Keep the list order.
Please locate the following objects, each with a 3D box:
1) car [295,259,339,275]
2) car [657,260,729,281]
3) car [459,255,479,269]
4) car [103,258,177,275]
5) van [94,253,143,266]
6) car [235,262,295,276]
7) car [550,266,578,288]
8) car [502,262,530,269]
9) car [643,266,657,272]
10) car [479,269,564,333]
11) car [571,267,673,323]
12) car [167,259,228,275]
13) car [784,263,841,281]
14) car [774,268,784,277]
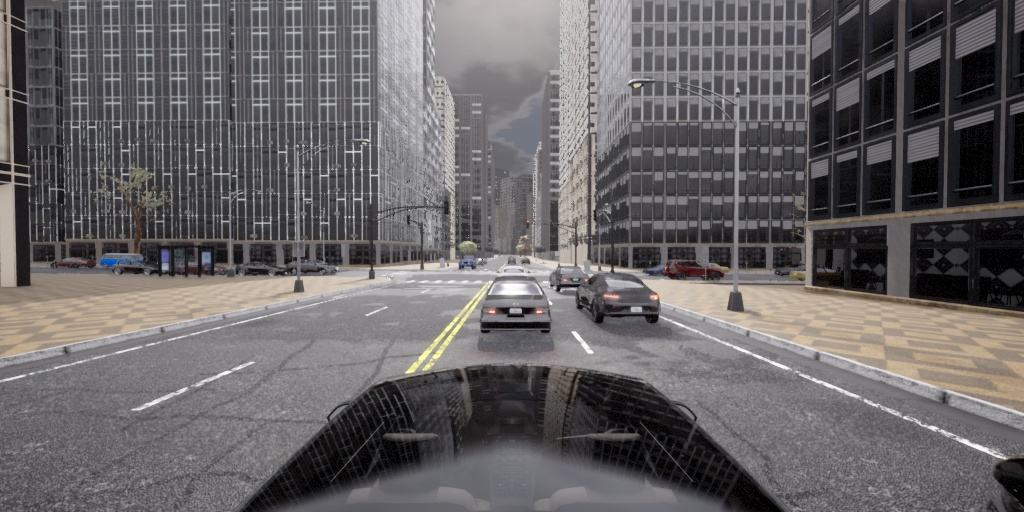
[{"bbox_3d":[-19.603,1.082,35.319,4.902,1.511,2.128,1,1,1],"label":"car"},{"bbox_3d":[16.173,1.267,32.174,5.009,1.841,2.192,0,0,1],"label":"car"},{"bbox_3d":[-6.633,0.933,53.897,2.150,2.045,5.566,0,0,0],"label":"car"},{"bbox_3d":[-34.117,1.068,32.973,4.313,1.339,1.948,0,0,1],"label":"car"},{"bbox_3d":[-45.314,0.603,41.626,3.998,1.789,1.690,0,0,1],"label":"van"},{"bbox_3d":[-22.752,1.172,32.675,4.313,1.339,1.948,0,0,1],"label":"car"},{"bbox_3d":[3.339,1.286,21.347,2.033,1.411,5.357,0,0,0],"label":"car"},{"bbox_3d":[0.088,1.265,20.257,1.812,1.442,4.674,0,0,0],"label":"car"},{"bbox_3d":[16.700,1.410,37.944,5.357,1.411,2.033,0,1,1],"label":"car"},{"bbox_3d":[0.096,1.293,10.666,2.033,1.411,5.357,0,0,0],"label":"car"},{"bbox_3d":[3.345,1.271,11.936,1.812,1.442,4.674,0,0,0],"label":"car"},{"bbox_3d":[-28.436,1.136,32.804,4.207,1.307,1.802,0,0,1],"label":"car"},{"bbox_3d":[27.622,1.577,31.985,4.829,1.417,1.751,0,0,1],"label":"car"},{"bbox_3d":[30.385,1.483,37.712,4.892,1.490,1.837,-1,1,1],"label":"car"}]
